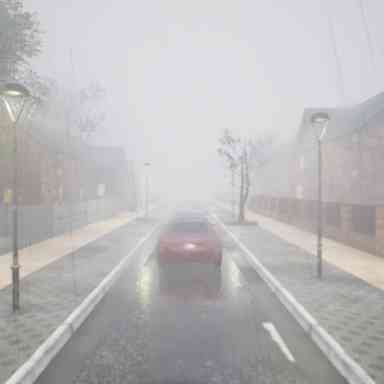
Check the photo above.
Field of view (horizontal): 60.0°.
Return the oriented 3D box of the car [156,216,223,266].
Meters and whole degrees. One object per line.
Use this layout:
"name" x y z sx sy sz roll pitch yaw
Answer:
"car" -0.082 1.487 11.314 1.994 1.385 4.181 0 0 0
